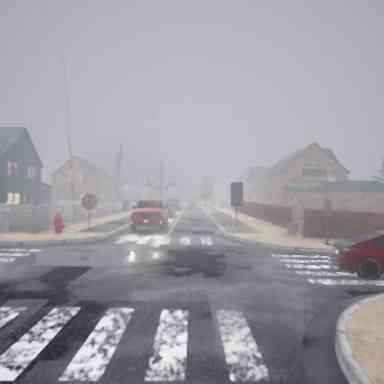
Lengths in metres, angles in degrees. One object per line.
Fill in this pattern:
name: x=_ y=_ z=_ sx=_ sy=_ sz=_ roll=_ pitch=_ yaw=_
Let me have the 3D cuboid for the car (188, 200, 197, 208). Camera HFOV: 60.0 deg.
car: x=0.087 y=2.344 z=66.219 sx=1.882 sy=1.535 sz=5.008 roll=0 pitch=-1 yaw=0

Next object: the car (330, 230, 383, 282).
car: x=6.384 y=1.829 z=9.860 sx=4.181 sy=1.385 sz=1.994 roll=1 pitch=-1 yaw=8

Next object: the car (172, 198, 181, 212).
car: x=-2.835 y=1.848 z=49.781 sx=2.150 sy=2.045 sz=5.566 roll=0 pitch=-1 yaw=0

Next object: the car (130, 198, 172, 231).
car: x=-2.852 y=1.494 z=23.338 sx=2.150 sy=2.045 sz=5.566 roll=0 pitch=-1 yaw=0

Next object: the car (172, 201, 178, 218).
car: x=-2.849 y=1.984 z=34.935 sx=1.994 sy=1.385 sz=4.181 roll=0 pitch=-1 yaw=0
